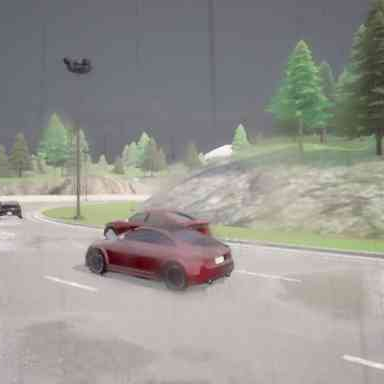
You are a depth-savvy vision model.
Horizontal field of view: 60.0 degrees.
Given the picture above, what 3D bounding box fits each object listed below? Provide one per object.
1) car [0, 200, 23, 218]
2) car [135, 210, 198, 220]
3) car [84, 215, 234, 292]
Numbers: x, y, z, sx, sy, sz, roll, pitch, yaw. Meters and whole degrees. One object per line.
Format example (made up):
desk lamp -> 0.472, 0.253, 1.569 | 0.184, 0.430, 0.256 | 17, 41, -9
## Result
car -> -15.633, 1.459, 28.430 | 1.837, 1.490, 4.892 | -1, 0, -30
car -> -1.545, 1.463, 13.708 | 5.008, 1.535, 1.882 | 0, 0, 36
car -> -0.983, 1.556, 8.973 | 4.181, 1.385, 1.994 | 0, 0, 36
